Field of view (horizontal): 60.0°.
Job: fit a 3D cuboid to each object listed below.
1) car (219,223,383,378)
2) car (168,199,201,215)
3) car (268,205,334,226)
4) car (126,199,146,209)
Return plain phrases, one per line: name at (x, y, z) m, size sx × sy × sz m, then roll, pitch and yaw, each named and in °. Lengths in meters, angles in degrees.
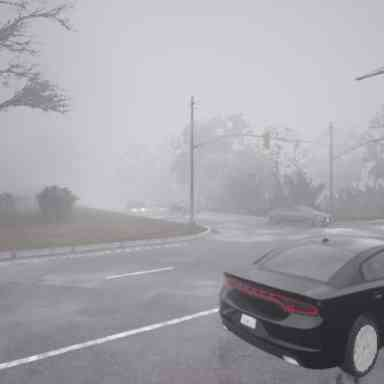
car at (2.741, 1.480, 5.612) m, size 5.008 × 1.535 × 1.882 m, roll 0°, pitch 0°, yaw -35°
car at (-0.853, 1.512, 34.440) m, size 2.128 × 1.511 × 4.902 m, roll 0°, pitch 0°, yaw -29°
car at (7.089, 1.570, 21.931) m, size 1.994 × 1.385 × 4.181 m, roll 0°, pitch 0°, yaw -38°
car at (-8.137, 1.675, 48.070) m, size 1.994 × 1.385 × 4.181 m, roll 0°, pitch -1°, yaw -27°
